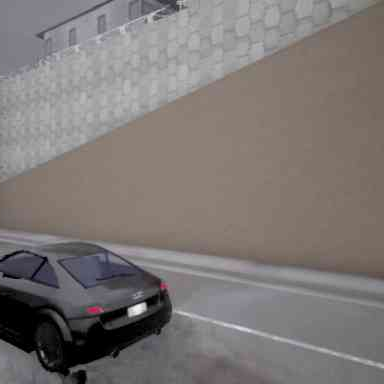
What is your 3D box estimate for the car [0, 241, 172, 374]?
[{"bbox_3d":[-2.377,1.567,5.692,4.181,1.385,1.994,0,0,35],"label":"car"}]
